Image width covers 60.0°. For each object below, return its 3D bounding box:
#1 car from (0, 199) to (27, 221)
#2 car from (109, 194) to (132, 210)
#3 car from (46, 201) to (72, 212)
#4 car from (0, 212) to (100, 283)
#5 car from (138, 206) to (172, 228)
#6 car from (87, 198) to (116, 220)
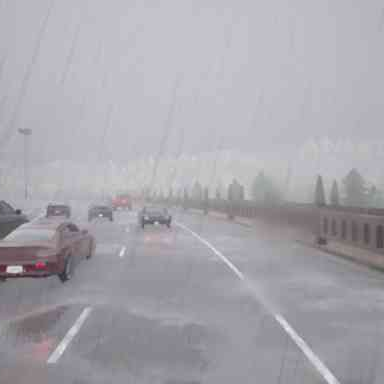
[{"bbox_3d":[-7.910,1.246,12.357,2.150,2.045,5.566,0,0,-8],"label":"car"},{"bbox_3d":[-9.204,1.243,42.388,2.150,2.045,5.566,0,0,-23],"label":"car"},{"bbox_3d":[-12.082,1.512,30.354,1.882,1.535,5.008,0,0,-18],"label":"car"},{"bbox_3d":[-4.115,1.538,9.628,1.812,1.442,4.674,0,0,-5],"label":"car"},{"bbox_3d":[-2.602,1.603,22.232,1.895,1.301,4.718,0,0,-12],"label":"car"},{"bbox_3d":[-7.591,1.524,27.580,1.837,1.490,4.892,0,0,-16],"label":"car"}]
